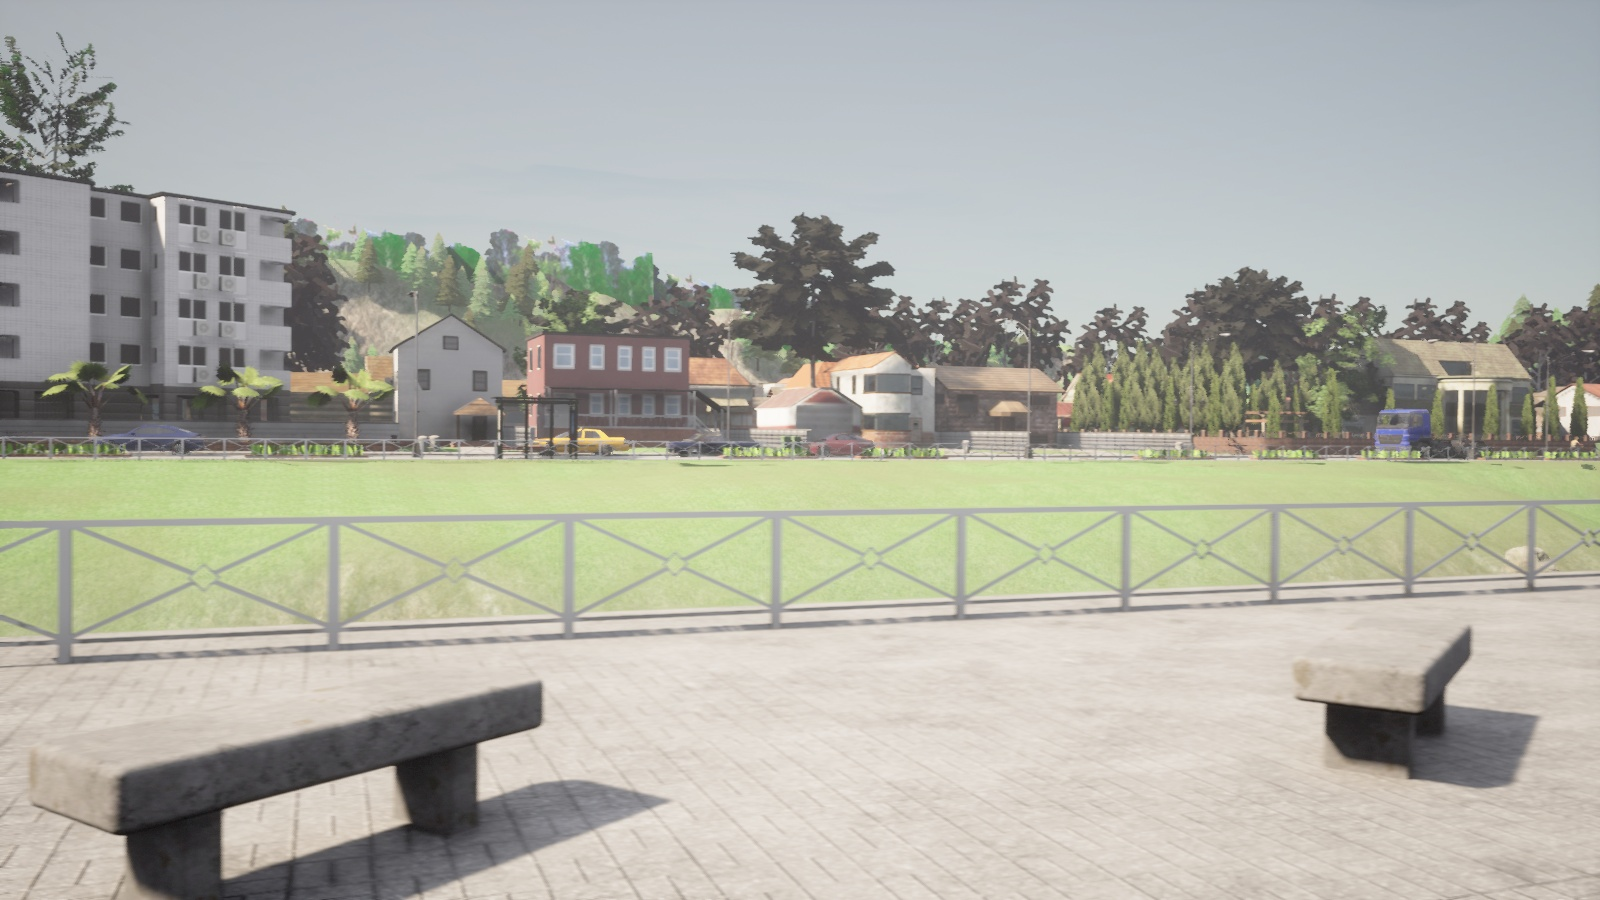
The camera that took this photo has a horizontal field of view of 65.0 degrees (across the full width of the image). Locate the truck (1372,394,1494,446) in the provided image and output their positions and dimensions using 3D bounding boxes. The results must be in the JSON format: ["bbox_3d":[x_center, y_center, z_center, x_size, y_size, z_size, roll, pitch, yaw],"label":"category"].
[{"bbox_3d":[43.481,-2.058,86.259,7.936,3.462,2.891,-1,1,-21],"label":"truck"}]

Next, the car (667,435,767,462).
[{"bbox_3d":[-4.237,-0.095,63.889,4.718,1.301,1.895,-1,1,-21],"label":"car"}]

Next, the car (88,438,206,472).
[{"bbox_3d":[-30.232,0.202,58.304,4.674,1.442,1.812,-1,1,-21],"label":"car"}]

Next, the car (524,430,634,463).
[{"bbox_3d":[-11.490,-0.203,65.414,5.366,1.575,1.801,-1,1,-21],"label":"car"}]

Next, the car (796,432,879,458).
[{"bbox_3d":[2.099,-0.309,70.571,4.181,1.385,1.994,-1,1,-21],"label":"car"}]
